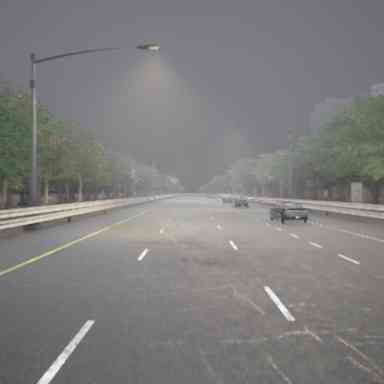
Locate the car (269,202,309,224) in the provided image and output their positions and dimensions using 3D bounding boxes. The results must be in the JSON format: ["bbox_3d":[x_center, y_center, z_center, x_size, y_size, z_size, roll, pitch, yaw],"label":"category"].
[{"bbox_3d":[6.995,1.493,24.470,2.128,1.511,4.902,0,0,0],"label":"car"}]

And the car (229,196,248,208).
[{"bbox_3d":[6.988,1.555,48.307,1.837,1.490,4.892,0,0,0],"label":"car"}]

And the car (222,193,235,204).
[{"bbox_3d":[6.997,1.513,66.422,2.128,1.511,4.902,0,0,0],"label":"car"}]
